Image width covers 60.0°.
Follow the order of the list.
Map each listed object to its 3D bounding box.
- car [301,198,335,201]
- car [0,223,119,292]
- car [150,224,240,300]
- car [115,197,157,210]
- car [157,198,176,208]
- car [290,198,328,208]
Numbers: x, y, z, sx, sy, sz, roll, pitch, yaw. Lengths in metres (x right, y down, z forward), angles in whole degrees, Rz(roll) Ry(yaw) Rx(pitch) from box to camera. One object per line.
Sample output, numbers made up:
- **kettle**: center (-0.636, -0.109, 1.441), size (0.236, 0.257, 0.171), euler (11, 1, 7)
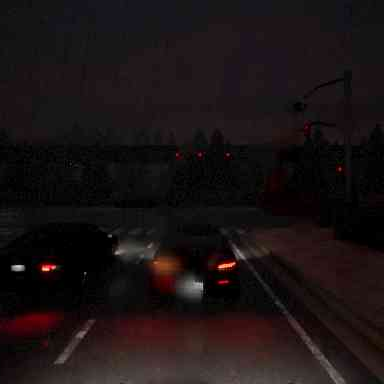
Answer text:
- **car**: center (16.876, 1.489, 43.379), size (4.902, 1.511, 2.128), euler (0, 0, 0)
- **car**: center (-3.429, 1.547, 9.069), size (2.033, 1.411, 5.357), euler (0, 0, 0)
- **car**: center (0.064, 1.526, 8.251), size (1.812, 1.442, 4.674), euler (0, 0, 0)
- **car**: center (-7.584, 1.477, 43.493), size (5.008, 1.535, 1.882), euler (0, 0, 0)
- **car**: center (-4.379, 1.564, 46.979), size (4.181, 1.385, 1.994), euler (0, 0, 0)
- **car**: center (16.418, 1.526, 46.883), size (4.674, 1.442, 1.812), euler (0, 0, 0)
